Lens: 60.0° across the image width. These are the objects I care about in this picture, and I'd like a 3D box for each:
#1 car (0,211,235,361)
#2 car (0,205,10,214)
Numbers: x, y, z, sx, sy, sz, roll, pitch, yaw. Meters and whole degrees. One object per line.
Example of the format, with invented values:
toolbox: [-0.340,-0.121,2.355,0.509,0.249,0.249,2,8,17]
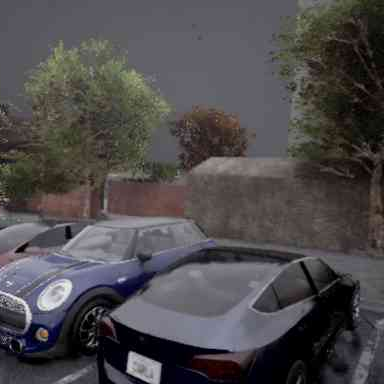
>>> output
car: [-1.314,1.314,6.258,2.185,1.767,4.553,1,0,35]
car: [-8.239,1.238,11.197,2.185,1.767,4.553,1,0,35]
